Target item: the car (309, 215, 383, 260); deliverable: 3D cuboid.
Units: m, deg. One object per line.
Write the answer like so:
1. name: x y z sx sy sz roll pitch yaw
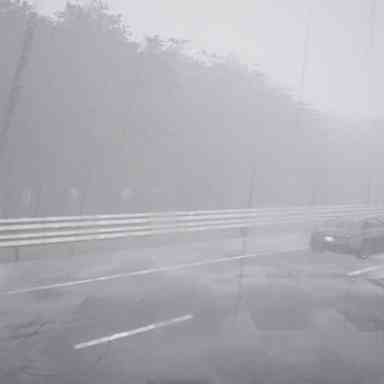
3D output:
1. car: 6.340 1.579 12.576 4.181 1.385 1.994 0 0 -35
